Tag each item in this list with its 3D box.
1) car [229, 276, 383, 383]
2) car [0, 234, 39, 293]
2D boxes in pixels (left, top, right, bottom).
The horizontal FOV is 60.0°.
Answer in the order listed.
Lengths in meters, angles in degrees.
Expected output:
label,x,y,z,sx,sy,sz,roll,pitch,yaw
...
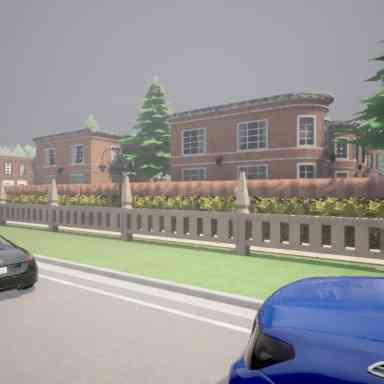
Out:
label,x,y,z,sx,sy,sz,roll,pitch,yaw
car,2.959,1.221,1.880,5.566,2.045,2.150,0,0,36
car,-5.506,1.564,7.877,4.181,1.385,1.994,0,0,36
